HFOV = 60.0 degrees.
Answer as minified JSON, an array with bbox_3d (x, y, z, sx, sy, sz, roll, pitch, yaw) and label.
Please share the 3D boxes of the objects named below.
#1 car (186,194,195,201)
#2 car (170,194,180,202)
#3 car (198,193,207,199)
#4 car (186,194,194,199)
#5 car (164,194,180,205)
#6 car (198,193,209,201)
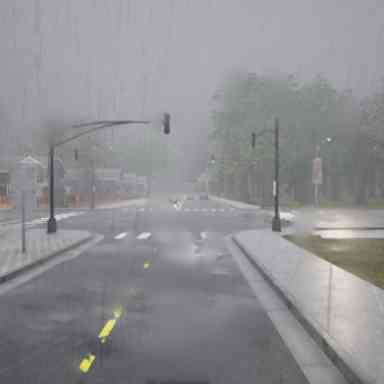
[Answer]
[{"bbox_3d":[-0.411,1.304,77.262,2.033,1.411,5.357,0,0,-1],"label":"car"},{"bbox_3d":[-3.589,1.296,70.146,1.837,1.490,4.892,0,0,-1],"label":"car"},{"bbox_3d":[2.735,1.110,87.717,2.033,1.411,5.357,0,0,-1],"label":"car"},{"bbox_3d":[-0.515,1.166,87.715,1.895,1.301,4.718,0,0,-1],"label":"car"},{"bbox_3d":[-3.492,1.191,55.148,2.097,1.767,4.553,0,0,0],"label":"car"},{"bbox_3d":[2.835,1.119,77.682,2.097,1.767,4.553,0,0,-1],"label":"car"}]
